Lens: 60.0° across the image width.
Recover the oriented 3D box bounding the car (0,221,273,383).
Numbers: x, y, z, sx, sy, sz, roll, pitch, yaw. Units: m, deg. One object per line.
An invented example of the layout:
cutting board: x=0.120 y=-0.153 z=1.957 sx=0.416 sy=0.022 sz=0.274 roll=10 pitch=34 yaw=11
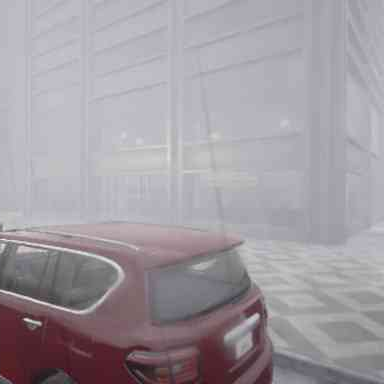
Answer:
car: x=-1.529 y=1.290 z=4.055 sx=5.009 sy=1.841 sz=2.192 roll=1 pitch=0 yaw=36
